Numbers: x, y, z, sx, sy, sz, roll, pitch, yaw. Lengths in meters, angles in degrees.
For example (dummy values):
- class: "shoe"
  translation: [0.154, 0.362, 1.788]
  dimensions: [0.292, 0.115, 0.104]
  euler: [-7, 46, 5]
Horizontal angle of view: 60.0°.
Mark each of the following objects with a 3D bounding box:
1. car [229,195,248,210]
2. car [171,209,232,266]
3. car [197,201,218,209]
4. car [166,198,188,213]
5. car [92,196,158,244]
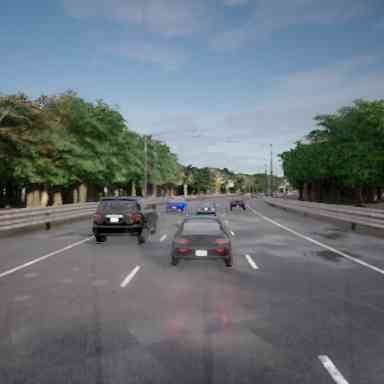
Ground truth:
- class: "car"
  translation: [5.905, 1.454, 43.242]
  dimensions: [1.837, 1.490, 4.892]
  euler: [0, 0, 7]
- class: "car"
  translation: [0.338, 1.525, 11.488]
  dimensions: [1.812, 1.442, 4.674]
  euler: [0, 0, 2]
- class: "car"
  translation: [1.394, 1.543, 31.085]
  dimensions: [2.033, 1.411, 5.357]
  euler: [0, 0, 4]
- class: "car"
  translation: [-1.604, 1.468, 36.889]
  dimensions: [1.882, 1.535, 5.008]
  euler: [0, 0, 5]
- class: "car"
  translation: [-3.022, 1.217, 16.063]
  dimensions: [2.150, 2.045, 5.566]
  euler: [0, 0, 2]
